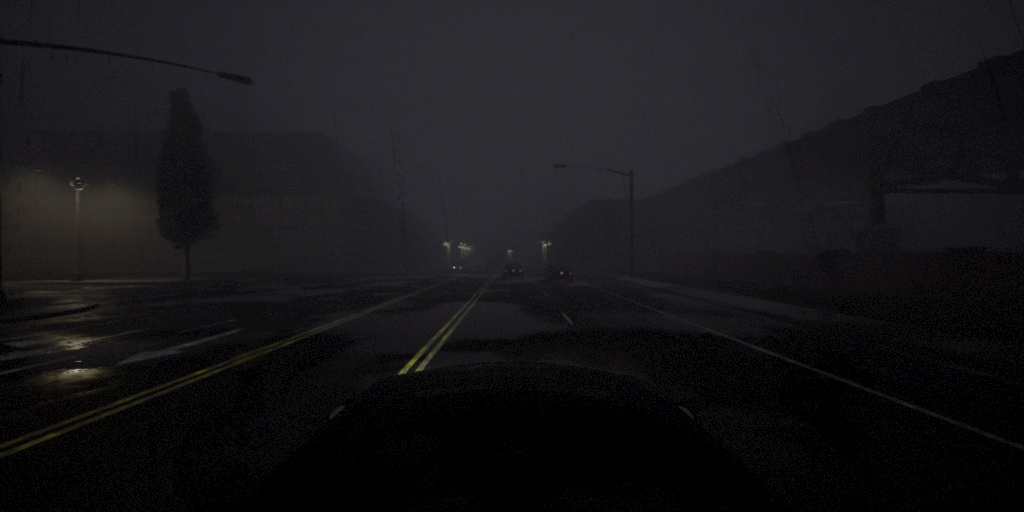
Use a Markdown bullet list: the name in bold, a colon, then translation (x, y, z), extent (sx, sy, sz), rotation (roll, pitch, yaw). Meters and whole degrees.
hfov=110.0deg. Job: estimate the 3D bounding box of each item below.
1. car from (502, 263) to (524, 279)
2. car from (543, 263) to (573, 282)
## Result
- **car**: translation (0.106, 1.301, 32.883), extent (2.033, 1.411, 5.357), rotation (0, 0, 0)
- **car**: translation (3.586, 1.290, 28.382), extent (2.033, 1.411, 5.357), rotation (0, 0, 0)
